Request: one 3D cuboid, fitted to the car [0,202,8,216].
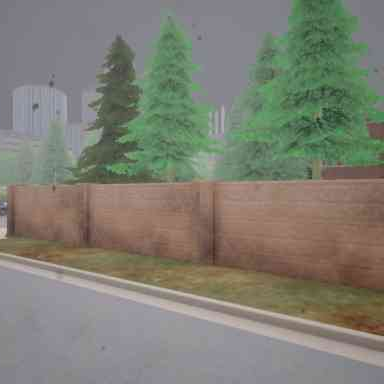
[{"bbox_3d":[-17.472,1.526,33.034,1.812,1.442,4.674,0,0,35],"label":"car"}]
